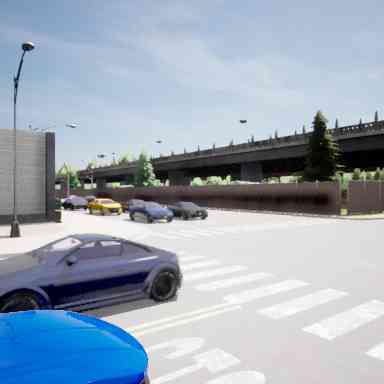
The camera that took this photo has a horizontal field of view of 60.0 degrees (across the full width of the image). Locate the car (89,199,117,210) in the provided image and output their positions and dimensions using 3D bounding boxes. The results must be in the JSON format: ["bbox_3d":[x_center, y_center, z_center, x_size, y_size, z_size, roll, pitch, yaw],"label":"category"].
[{"bbox_3d":[-11.468,1.545,42.640,1.895,1.301,4.718,0,0,-35],"label":"car"}]

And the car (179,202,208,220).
[{"bbox_3d":[-0.531,1.508,27.316,1.994,1.385,4.181,0,0,-36],"label":"car"}]

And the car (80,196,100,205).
[{"bbox_3d":[-17.814,1.422,57.839,1.882,1.535,5.008,0,0,-36],"label":"car"}]

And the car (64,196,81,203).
[{"bbox_3d":[-23.742,1.469,65.957,1.812,1.442,4.674,0,0,-36],"label":"car"}]

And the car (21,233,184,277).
[{"bbox_3d":[-2.237,1.564,6.694,4.181,1.385,1.994,0,0,-35],"label":"car"}]

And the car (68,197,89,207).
[{"bbox_3d":[-17.429,1.470,51.082,1.812,1.442,4.674,0,0,-35],"label":"car"}]

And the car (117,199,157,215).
[{"bbox_3d":[-5.897,1.492,34.832,2.033,1.411,5.357,0,0,-35],"label":"car"}]

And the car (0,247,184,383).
[{"bbox_3d":[-2.609,1.478,1.913,5.008,1.535,1.882,0,0,-36],"label":"car"}]

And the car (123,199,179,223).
[{"bbox_3d":[-3.193,1.470,25.025,1.812,1.442,4.674,0,0,-36],"label":"car"}]

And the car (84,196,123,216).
[{"bbox_3d":[-8.561,1.422,32.529,1.882,1.535,5.008,0,0,-36],"label":"car"}]

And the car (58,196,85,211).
[{"bbox_3d":[-14.259,1.492,40.508,2.033,1.411,5.357,0,0,-36],"label":"car"}]
